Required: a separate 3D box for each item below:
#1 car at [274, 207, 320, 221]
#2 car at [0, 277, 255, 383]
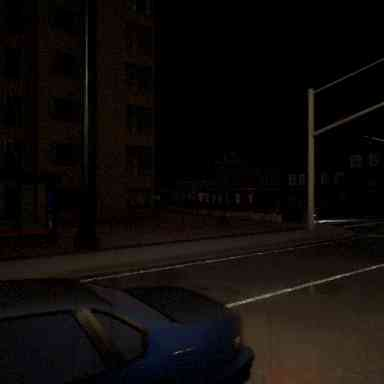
[{"bbox_3d":[9.656,2.053,30.988,1.994,1.385,4.181,0,-4,-36],"label":"car"},{"bbox_3d":[-1.910,1.547,2.641,5.357,1.411,2.033,0,0,-35],"label":"car"}]
